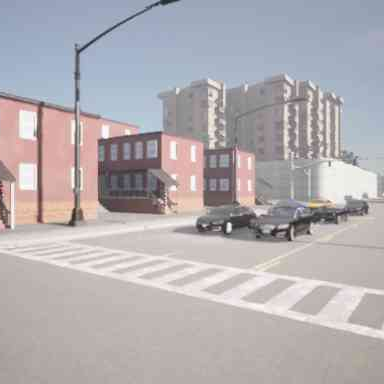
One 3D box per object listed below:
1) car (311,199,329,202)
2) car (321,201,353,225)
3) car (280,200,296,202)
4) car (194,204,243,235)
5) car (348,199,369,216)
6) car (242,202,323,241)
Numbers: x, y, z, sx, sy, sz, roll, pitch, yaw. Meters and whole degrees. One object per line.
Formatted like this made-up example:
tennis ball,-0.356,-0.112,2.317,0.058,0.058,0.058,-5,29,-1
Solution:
car,13.514,1.470,35.089,1.882,1.535,5.008,0,0,36
car,10.136,1.594,24.362,1.895,1.301,4.718,0,0,36
car,7.730,1.469,27.019,1.882,1.535,5.008,0,0,35
car,2.026,1.495,19.032,1.837,1.490,4.892,0,0,35
car,15.978,1.501,32.523,1.837,1.490,4.892,0,0,36
car,4.708,1.486,16.752,2.128,1.511,4.902,0,0,36
